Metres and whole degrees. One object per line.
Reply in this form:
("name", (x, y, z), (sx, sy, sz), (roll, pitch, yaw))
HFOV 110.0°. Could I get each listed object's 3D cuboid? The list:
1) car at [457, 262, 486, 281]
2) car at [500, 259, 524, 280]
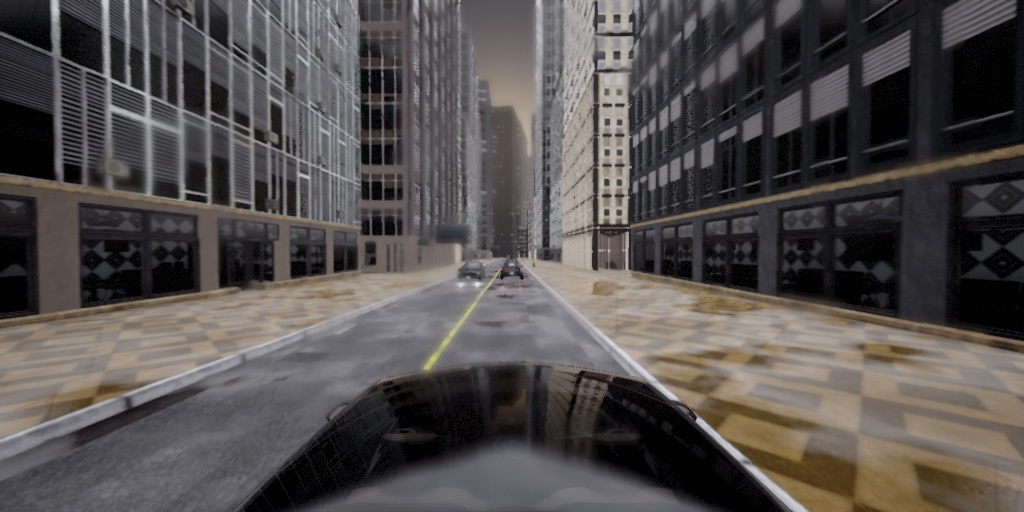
("car", (-3.057, 1.160, 28.215), (2.033, 1.411, 5.357), (0, 0, 1))
("car", (0.007, 1.132, 29.651), (1.812, 1.442, 4.674), (0, 0, 1))
